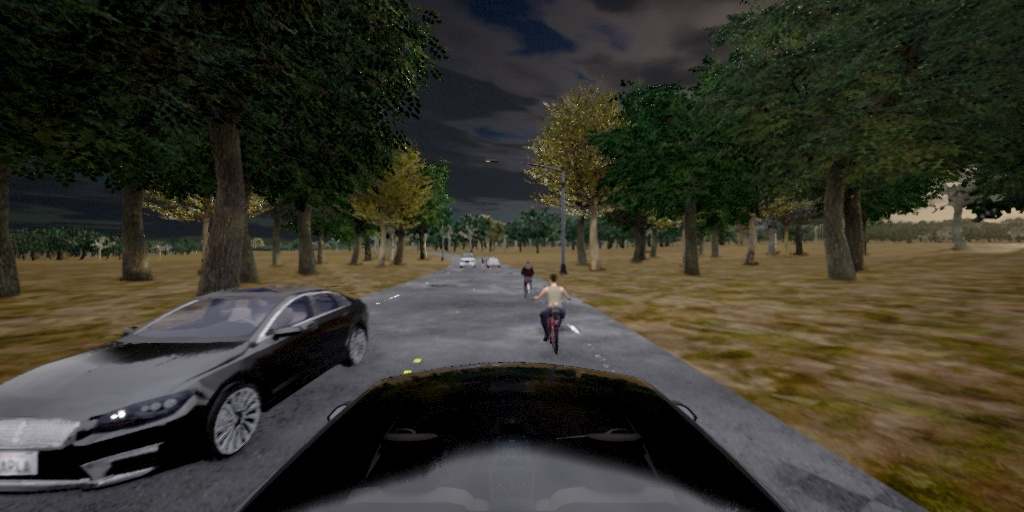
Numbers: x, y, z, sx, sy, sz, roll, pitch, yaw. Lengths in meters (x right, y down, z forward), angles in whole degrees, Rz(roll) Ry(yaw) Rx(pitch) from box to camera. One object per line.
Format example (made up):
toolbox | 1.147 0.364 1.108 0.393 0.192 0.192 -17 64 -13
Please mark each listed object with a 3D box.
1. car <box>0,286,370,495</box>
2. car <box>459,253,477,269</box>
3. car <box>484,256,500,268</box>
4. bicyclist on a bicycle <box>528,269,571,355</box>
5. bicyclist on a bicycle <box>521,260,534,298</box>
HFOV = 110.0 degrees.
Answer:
car | -3.646 1.229 5.044 2.128 1.511 4.902 0 0 -1
car | -6.149 0.656 49.935 2.150 2.045 5.566 0 0 -6
car | -2.776 0.938 52.800 1.812 1.442 4.674 0 1 -6
bicyclist on a bicycle | 0.866 1.162 7.610 0.866 1.612 1.509 0 0 0
bicyclist on a bicycle | 0.696 1.055 15.869 0.659 1.776 1.843 0 1 -2
